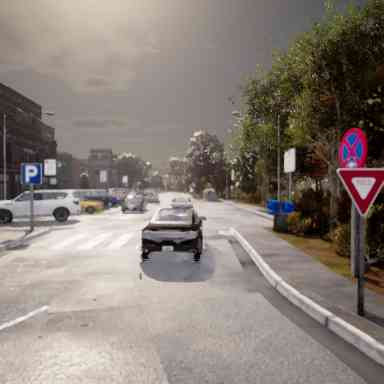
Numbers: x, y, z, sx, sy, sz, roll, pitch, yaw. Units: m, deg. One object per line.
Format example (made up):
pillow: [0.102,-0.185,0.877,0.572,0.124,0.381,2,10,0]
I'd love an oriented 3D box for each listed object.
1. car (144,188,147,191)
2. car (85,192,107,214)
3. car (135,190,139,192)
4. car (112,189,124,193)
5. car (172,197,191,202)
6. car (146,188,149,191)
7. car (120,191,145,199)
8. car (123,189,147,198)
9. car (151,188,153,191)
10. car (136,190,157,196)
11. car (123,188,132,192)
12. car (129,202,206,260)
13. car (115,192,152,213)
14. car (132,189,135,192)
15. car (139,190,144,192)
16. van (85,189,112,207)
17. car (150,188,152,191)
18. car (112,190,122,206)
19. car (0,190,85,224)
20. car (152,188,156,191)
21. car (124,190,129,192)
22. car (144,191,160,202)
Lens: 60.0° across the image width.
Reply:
car: [-11.469,0.613,60.677,5.366,1.575,1.946,-1,1,-22]
car: [-10.188,1.059,27.666,5.366,1.575,1.946,-1,1,-22]
car: [-11.277,0.763,51.619,4.792,1.488,2.163,-1,1,-22]
car: [-10.877,0.771,39.593,4.553,1.767,2.185,-1,1,-22]
car: [-0.959,1.143,30.759,1.895,1.301,4.718,0,1,-2]
car: [-11.744,0.332,63.623,5.566,2.045,2.435,-1,0,-22]
car: [-11.863,0.588,66.602,4.674,1.452,2.002,-1,1,-22]
car: [-12.013,0.388,69.592,4.553,1.767,2.185,-1,0,-22]
car: [-12.333,0.455,78.601,4.674,1.452,2.002,-1,0,-22]
car: [-12.781,0.254,93.661,5.366,1.575,1.946,-1,0,-22]
car: [-11.043,0.687,45.607,4.553,1.767,2.185,-1,1,-22]
car: [-0.560,1.304,11.588,2.128,1.511,4.902,0,1,2]
car: [-5.175,1.041,30.071,2.128,1.511,4.902,0,1,-2]
car: [-11.157,0.647,48.606,4.553,1.767,2.185,-1,1,-22]
car: [-11.392,0.443,54.613,5.566,2.045,2.435,-1,1,-22]
van: [-10.715,0.757,33.545,4.442,1.987,1.878,-1,1,-22]
car: [-12.185,0.476,75.613,4.792,1.488,2.163,-1,0,-22]
car: [-10.717,0.939,36.595,5.008,1.535,2.097,-1,1,-22]
car: [-10.130,0.900,21.568,5.566,2.045,2.435,-1,1,-22]
car: [-12.705,0.323,87.593,4.892,1.521,2.231,-1,0,-22]
car: [-10.960,0.895,42.602,4.674,1.452,2.002,-1,1,-22]
car: [-5.850,0.940,49.171,1.895,1.301,4.718,0,1,-2]
